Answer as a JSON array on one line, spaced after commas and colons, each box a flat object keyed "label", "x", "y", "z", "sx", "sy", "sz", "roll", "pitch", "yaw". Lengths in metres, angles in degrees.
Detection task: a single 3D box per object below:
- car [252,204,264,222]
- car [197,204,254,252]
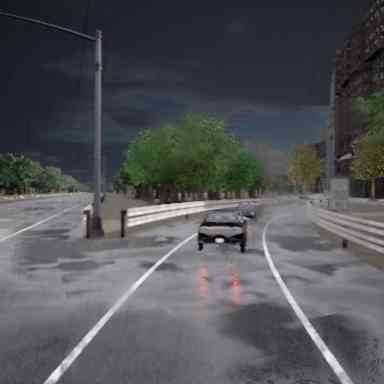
[{"label": "car", "x": 4.617, "y": 1.621, "z": 26.733, "sx": 1.895, "sy": 1.301, "sz": 4.718, "roll": 0, "pitch": 0, "yaw": 19}, {"label": "car", "x": 1.420, "y": 1.500, "z": 14.159, "sx": 2.128, "sy": 1.511, "sz": 4.902, "roll": 0, "pitch": 0, "yaw": 10}]
